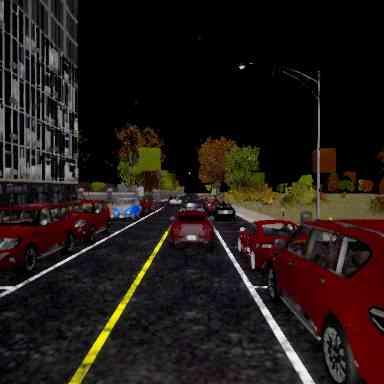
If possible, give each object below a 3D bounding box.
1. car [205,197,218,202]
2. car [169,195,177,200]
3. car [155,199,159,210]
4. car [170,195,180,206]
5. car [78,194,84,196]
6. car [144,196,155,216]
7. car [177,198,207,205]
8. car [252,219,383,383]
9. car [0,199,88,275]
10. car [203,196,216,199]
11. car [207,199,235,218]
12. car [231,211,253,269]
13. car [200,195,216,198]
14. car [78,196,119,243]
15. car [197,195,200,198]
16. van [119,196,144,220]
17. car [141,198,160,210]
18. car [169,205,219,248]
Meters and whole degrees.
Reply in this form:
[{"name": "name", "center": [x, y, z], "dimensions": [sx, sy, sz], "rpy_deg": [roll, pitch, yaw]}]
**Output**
[{"name": "car", "center": [2.556, 1.544, 32.837], "dimensions": [1.887, 1.381, 4.507], "rpy_deg": [-1, 0, 0]}, {"name": "car", "center": [-5.326, 1.598, 93.185], "dimensions": [1.947, 1.339, 4.313], "rpy_deg": [-1, 0, 0]}, {"name": "car", "center": [-5.324, 1.547, 38.350], "dimensions": [1.887, 1.381, 4.507], "rpy_deg": [-1, 0, 0]}, {"name": "car", "center": [-2.750, 1.668, 56.625], "dimensions": [1.895, 1.301, 4.718], "rpy_deg": [0, 0, 0]}, {"name": "car", "center": [-25.674, 1.329, 72.154], "dimensions": [5.009, 1.841, 2.192], "rpy_deg": [0, 1, -1]}, {"name": "car", "center": [-5.327, 1.314, 32.802], "dimensions": [2.192, 1.841, 5.009], "rpy_deg": [-1, 0, 0]}, {"name": "car", "center": [0.000, 1.562, 29.652], "dimensions": [2.033, 1.411, 5.357], "rpy_deg": [0, 0, 0]}, {"name": "car", "center": [2.553, 1.311, 5.132], "dimensions": [2.192, 1.841, 5.009], "rpy_deg": [-1, 0, 0]}, {"name": "car", "center": [-5.327, 1.310, 10.611], "dimensions": [2.192, 1.841, 5.009], "rpy_deg": [-1, 0, 0]}, {"name": "car", "center": [2.571, 1.547, 39.597], "dimensions": [1.887, 1.381, 4.507], "rpy_deg": [-1, 0, 0]}, {"name": "car", "center": [2.556, 1.563, 27.296], "dimensions": [1.947, 1.339, 4.313], "rpy_deg": [-1, 0, 0]}, {"name": "car", "center": [2.556, 1.540, 10.673], "dimensions": [1.887, 1.381, 4.507], "rpy_deg": [-1, 0, 0]}, {"name": "car", "center": [2.682, 1.322, 48.234], "dimensions": [2.192, 1.841, 5.009], "rpy_deg": [-1, 0, 0]}, {"name": "car", "center": [-5.327, 1.310, 16.159], "dimensions": [2.192, 1.841, 5.009], "rpy_deg": [-1, 0, 0]}, {"name": "car", "center": [2.610, 1.470, 90.168], "dimensions": [1.967, 1.590, 4.097], "rpy_deg": [-1, 0, 0]}, {"name": "van", "center": [-5.327, 1.338, 27.255], "dimensions": [1.690, 1.788, 3.998], "rpy_deg": [-1, 0, 0]}, {"name": "car", "center": [-5.396, 1.571, 43.893], "dimensions": [1.947, 1.339, 4.313], "rpy_deg": [-1, 0, 0]}, {"name": "car", "center": [0.000, 1.529, 14.651], "dimensions": [1.812, 1.442, 4.674], "rpy_deg": [0, 0, 0]}]
